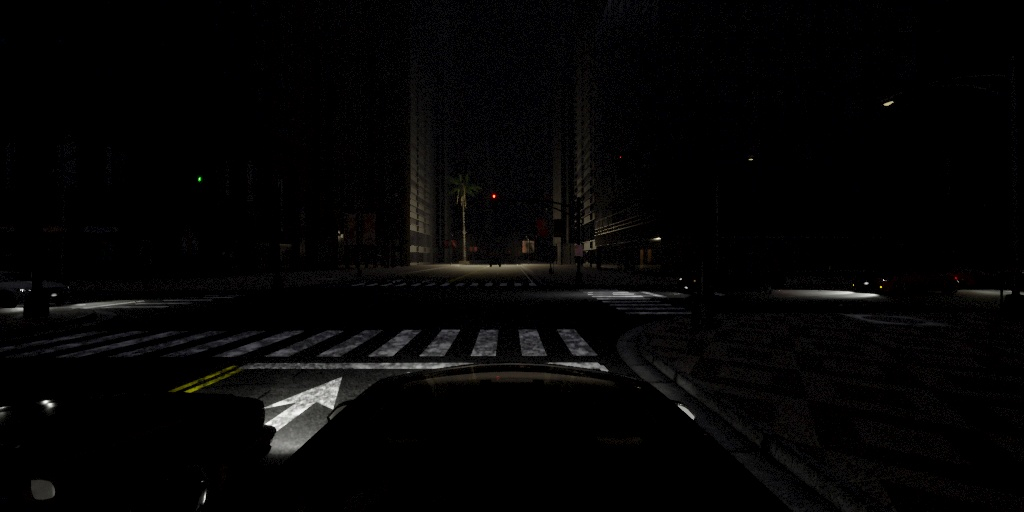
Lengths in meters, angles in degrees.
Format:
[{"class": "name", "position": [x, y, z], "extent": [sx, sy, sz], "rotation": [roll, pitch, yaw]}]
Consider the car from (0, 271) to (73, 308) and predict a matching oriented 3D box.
[{"class": "car", "position": [-21.380, 1.353, 14.950], "extent": [4.674, 1.442, 1.812], "rotation": [0, 0, 1]}]

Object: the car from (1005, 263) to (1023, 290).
[{"class": "car", "position": [29.971, 1.012, 19.044], "extent": [4.553, 1.767, 2.097], "rotation": [0, 0, -1]}]

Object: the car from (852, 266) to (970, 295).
[{"class": "car", "position": [20.625, 1.252, 18.880], "extent": [4.181, 1.385, 1.994], "rotation": [0, 0, -1]}]

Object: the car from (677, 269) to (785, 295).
[{"class": "car", "position": [11.279, 1.321, 18.721], "extent": [4.718, 1.301, 1.895], "rotation": [0, 0, -1]}]

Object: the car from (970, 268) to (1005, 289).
[{"class": "car", "position": [26.424, 1.274, 21.739], "extent": [4.207, 1.307, 1.802], "rotation": [0, 0, -1]}]

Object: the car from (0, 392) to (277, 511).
[{"class": "car", "position": [-3.176, 1.297, 0.730], "extent": [2.033, 1.411, 5.357], "rotation": [0, 0, 4]}]
